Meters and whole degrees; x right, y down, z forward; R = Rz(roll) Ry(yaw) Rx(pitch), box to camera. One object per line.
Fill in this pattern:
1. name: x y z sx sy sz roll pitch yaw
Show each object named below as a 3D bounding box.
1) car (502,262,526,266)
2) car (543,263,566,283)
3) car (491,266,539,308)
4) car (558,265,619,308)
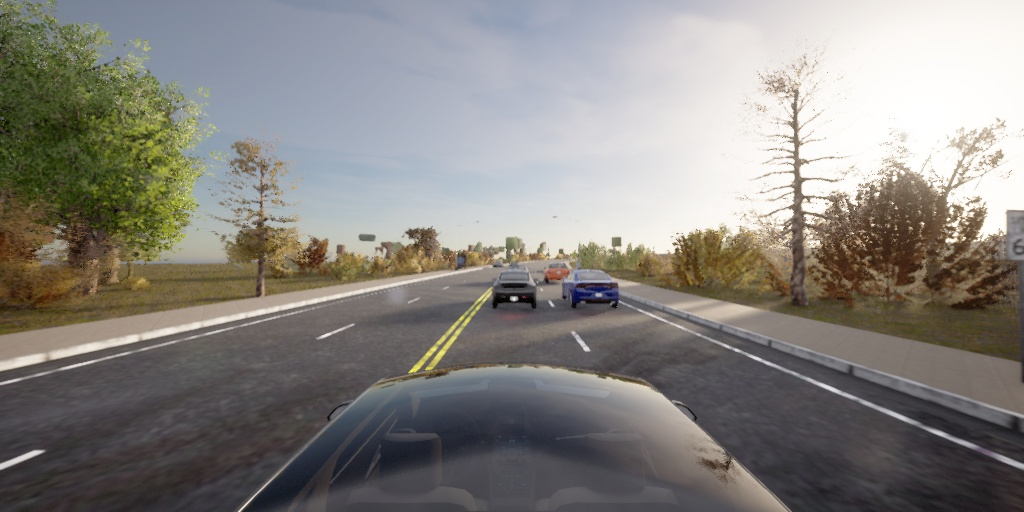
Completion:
1. car: 0.583 1.495 31.061 2.128 1.511 4.902 0 0 3
2. car: 3.818 1.348 30.716 2.097 1.767 4.553 0 -1 2
3. car: 0.135 1.389 16.118 1.837 1.490 4.892 0 0 1
4. car: 3.390 1.359 16.222 1.882 1.535 5.008 0 0 1
